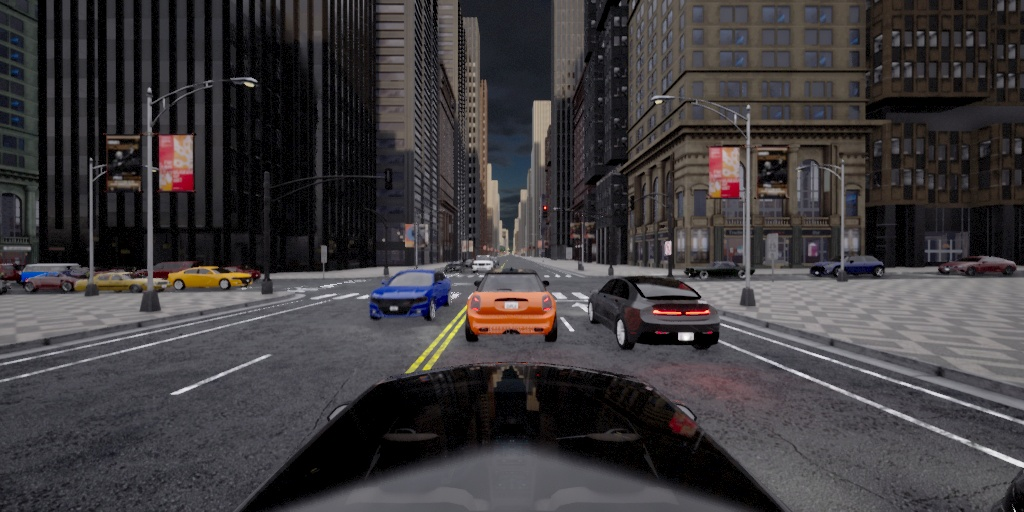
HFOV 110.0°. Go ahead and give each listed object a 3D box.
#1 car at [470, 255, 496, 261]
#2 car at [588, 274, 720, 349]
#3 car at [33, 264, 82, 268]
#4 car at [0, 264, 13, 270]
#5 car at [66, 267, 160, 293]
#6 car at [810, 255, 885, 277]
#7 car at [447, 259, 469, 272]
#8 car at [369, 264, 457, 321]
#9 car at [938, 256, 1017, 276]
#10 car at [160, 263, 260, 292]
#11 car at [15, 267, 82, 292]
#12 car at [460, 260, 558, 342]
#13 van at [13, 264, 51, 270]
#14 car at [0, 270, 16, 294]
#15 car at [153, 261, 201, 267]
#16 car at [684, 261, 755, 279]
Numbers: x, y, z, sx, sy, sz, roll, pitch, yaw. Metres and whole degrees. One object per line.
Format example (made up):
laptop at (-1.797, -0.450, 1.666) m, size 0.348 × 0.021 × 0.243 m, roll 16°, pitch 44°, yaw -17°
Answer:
car at (-3.449, 0.943, 43.357) m, size 2.150 × 2.045 × 5.566 m, roll 0°, pitch 0°, yaw 0°
car at (3.235, 1.252, 9.102) m, size 1.837 × 1.490 × 4.892 m, roll 0°, pitch 0°, yaw 0°
car at (-33.518, 1.643, 27.996) m, size 5.008 × 1.535 × 1.882 m, roll -1°, pitch 0°, yaw 0°
car at (-44.390, 1.615, 30.694) m, size 5.009 × 1.841 × 2.192 m, roll 0°, pitch 0°, yaw 0°
car at (-23.880, 1.588, 22.147) m, size 4.829 × 1.417 × 1.751 m, roll 0°, pitch 0°, yaw 0°
car at (26.106, 0.712, 28.052) m, size 4.553 × 1.767 × 2.097 m, roll -1°, pitch 0°, yaw 0°
car at (-6.697, 1.286, 42.515) m, size 1.994 × 1.385 × 4.181 m, roll 0°, pitch 0°, yaw 0°
car at (-3.375, 1.223, 12.729) m, size 1.882 × 1.535 × 5.008 m, roll 0°, pitch 0°, yaw 0°
car at (36.379, 0.749, 28.051) m, size 4.674 × 1.442 × 1.812 m, roll -1°, pitch 0°, yaw 0°
car at (-20.782, 1.484, 24.806) m, size 5.008 × 1.535 × 1.882 m, roll -1°, pitch 0°, yaw 0°
car at (-30.780, 1.706, 24.819) m, size 4.181 × 1.385 × 1.994 m, roll -1°, pitch 0°, yaw 1°
car at (-0.007, 1.099, 9.963) m, size 2.097 × 1.767 × 4.553 m, roll 0°, pitch 0°, yaw 0°
van at (-39.303, 1.572, 30.689) m, size 3.998 × 1.789 × 1.690 m, roll 0°, pitch 0°, yaw 0°
car at (-33.822, 1.746, 22.145) m, size 4.403 × 1.370 × 2.007 m, roll 0°, pitch 0°, yaw 0°
car at (-29.128, 1.408, 30.680) m, size 5.009 × 1.841 × 2.192 m, roll 0°, pitch 0°, yaw 0°
car at (16.092, 1.094, 28.043) m, size 4.718 × 1.301 × 1.895 m, roll -1°, pitch 0°, yaw 0°
